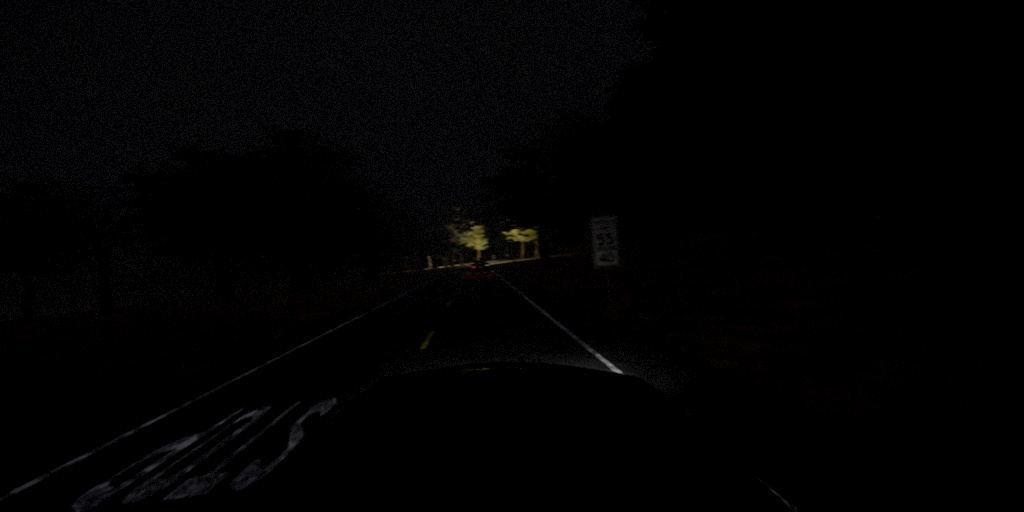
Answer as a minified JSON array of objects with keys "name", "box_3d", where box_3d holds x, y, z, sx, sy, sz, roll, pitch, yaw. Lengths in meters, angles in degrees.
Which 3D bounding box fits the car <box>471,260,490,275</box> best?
[{"name":"car","box_3d":[-3.768,1.267,42.755,2.097,1.767,4.553,-5,0,-5]}]
